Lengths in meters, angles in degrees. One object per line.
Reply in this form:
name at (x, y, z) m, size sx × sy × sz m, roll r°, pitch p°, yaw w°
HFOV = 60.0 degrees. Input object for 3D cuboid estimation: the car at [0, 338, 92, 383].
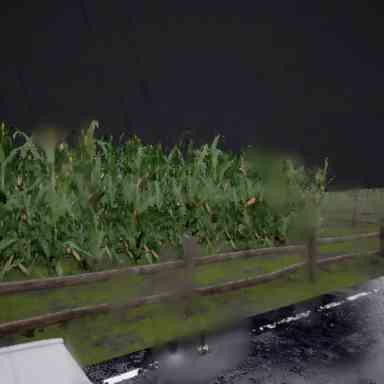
car at (-2.647, 1.601, 1.185) m, size 4.718 × 1.301 × 1.895 m, roll 0°, pitch 0°, yaw -35°
